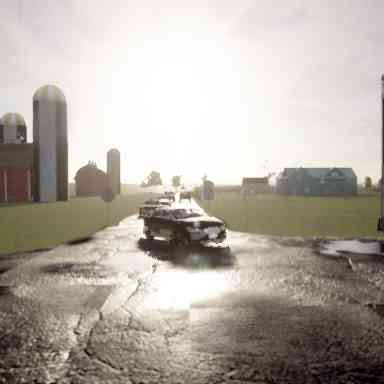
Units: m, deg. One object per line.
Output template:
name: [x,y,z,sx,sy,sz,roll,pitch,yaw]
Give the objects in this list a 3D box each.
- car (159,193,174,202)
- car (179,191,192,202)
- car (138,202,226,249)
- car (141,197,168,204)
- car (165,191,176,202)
car: [-3.781,1.253,43.612,2.033,1.411,5.357,0,0,0]
car: [-1.278,0.802,62.333,2.150,2.045,5.566,0,0,-1]
car: [-0.500,1.360,14.119,2.128,1.511,4.902,-2,0,-31]
car: [-3.453,1.368,28.960,1.994,1.385,4.181,0,0,-2]
car: [-4.089,0.818,60.166,2.150,2.045,5.566,0,0,-1]
